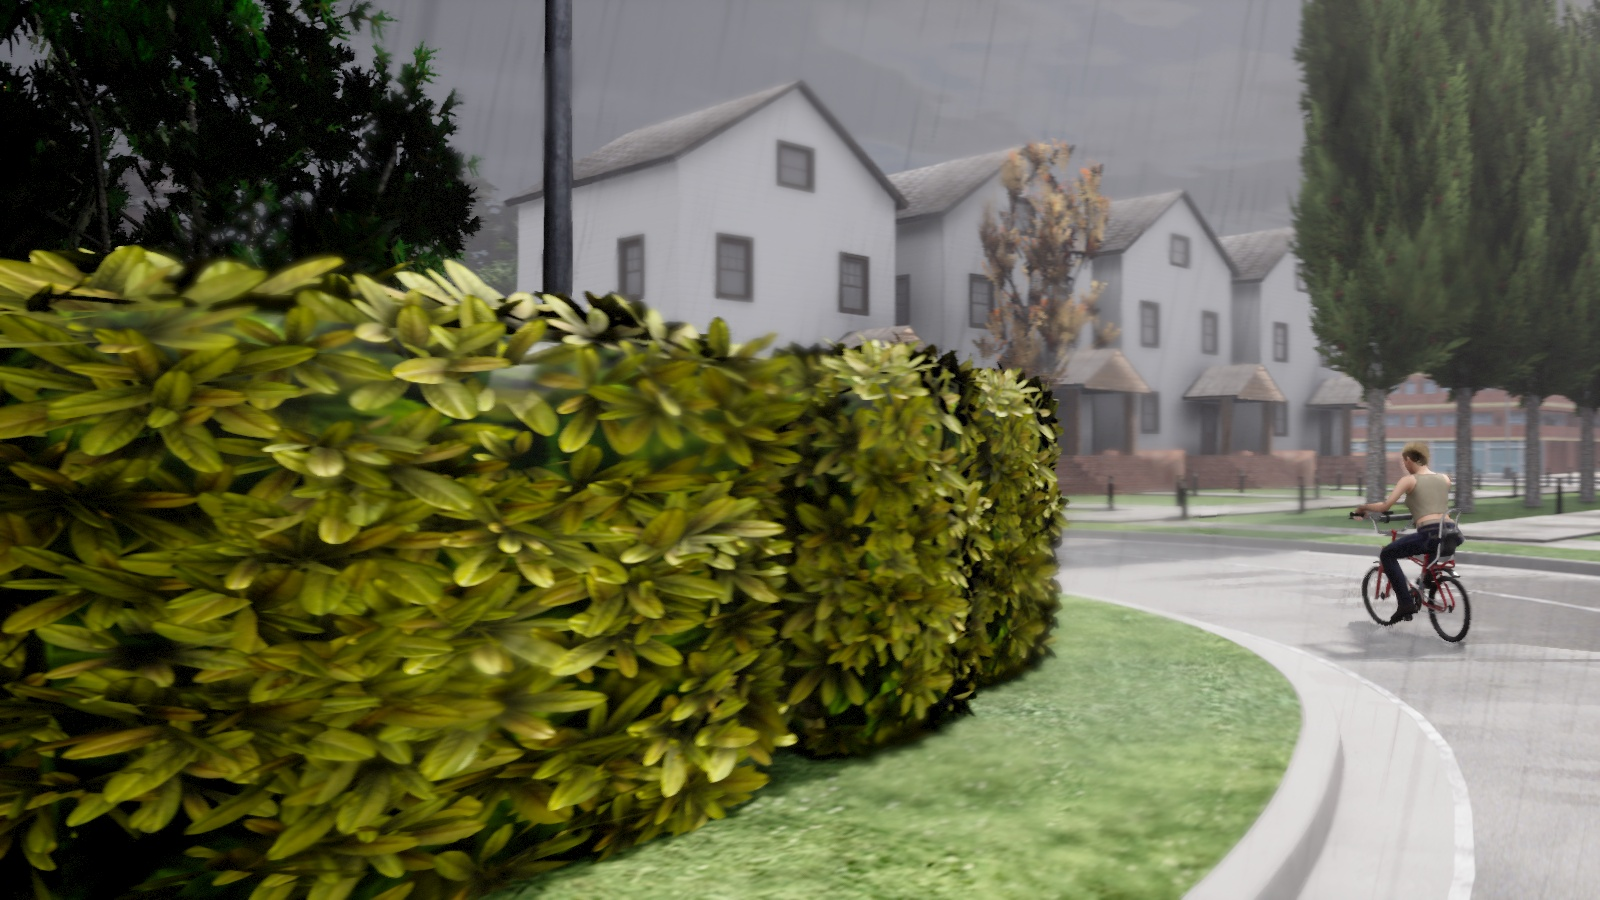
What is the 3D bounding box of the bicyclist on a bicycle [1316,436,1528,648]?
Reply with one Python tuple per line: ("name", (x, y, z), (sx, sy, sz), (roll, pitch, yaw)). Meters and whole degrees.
("bicyclist on a bicycle", (5.129, 0.712, 10.481), (0.866, 1.612, 1.509), (-2, 0, -6))
